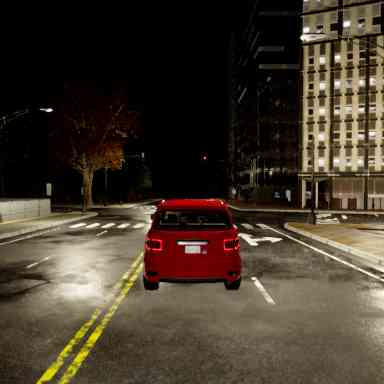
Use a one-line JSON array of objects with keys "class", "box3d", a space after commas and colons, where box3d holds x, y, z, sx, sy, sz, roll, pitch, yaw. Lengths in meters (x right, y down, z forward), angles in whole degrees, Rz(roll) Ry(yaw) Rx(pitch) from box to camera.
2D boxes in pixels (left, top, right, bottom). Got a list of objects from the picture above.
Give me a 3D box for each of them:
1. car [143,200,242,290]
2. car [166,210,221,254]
[{"class": "car", "box3d": [-0.020, 1.218, 9.188, 2.150, 2.045, 5.566, 0, 0, -1]}, {"class": "car", "box3d": [0.066, 1.560, 14.127, 1.994, 1.385, 4.181, 0, 0, 0]}]
